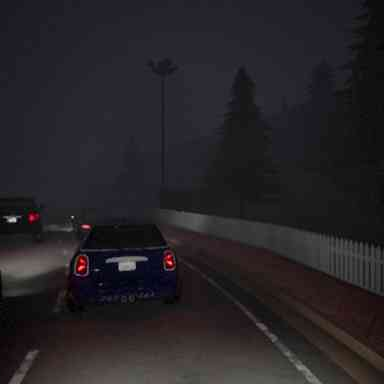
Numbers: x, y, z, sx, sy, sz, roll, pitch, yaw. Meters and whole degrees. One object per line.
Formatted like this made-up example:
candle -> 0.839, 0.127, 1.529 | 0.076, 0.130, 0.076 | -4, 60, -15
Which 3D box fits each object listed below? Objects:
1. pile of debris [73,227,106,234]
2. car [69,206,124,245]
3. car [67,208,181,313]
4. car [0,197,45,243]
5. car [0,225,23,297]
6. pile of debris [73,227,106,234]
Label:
pile of debris -> -5.840, 2.178, 18.879 | 1.500, 0.140, 1.860 | 0, 0, -25
car -> -5.077, 1.550, 17.108 | 2.033, 1.411, 5.357 | 0, 0, -23
car -> -1.714, 1.353, 8.030 | 2.097, 1.767, 4.553 | 0, 0, -15
car -> -8.304, 1.224, 15.802 | 2.150, 2.045, 5.566 | 0, 0, -24
car -> -4.270, 1.489, 4.524 | 2.128, 1.511, 4.902 | 0, 0, -10
pile of debris -> -5.840, 2.178, 18.879 | 1.500, 0.140, 1.860 | 0, 0, -25
